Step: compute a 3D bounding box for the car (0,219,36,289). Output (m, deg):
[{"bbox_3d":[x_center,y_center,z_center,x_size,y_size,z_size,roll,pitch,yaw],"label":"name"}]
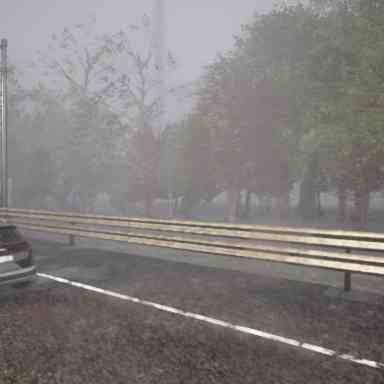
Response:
[{"bbox_3d":[-5.592,1.391,7.844,4.856,1.649,2.033,0,0,35],"label":"car"}]
